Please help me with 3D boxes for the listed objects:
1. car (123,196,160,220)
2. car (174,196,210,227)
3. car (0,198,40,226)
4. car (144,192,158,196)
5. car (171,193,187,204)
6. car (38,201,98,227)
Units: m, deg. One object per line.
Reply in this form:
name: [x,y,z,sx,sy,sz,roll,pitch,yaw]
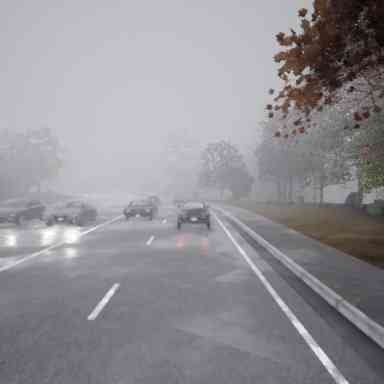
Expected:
car: [-3.502,1.194,23.637,1.895,1.301,4.718,0,1,0]
car: [0.090,1.201,19.625,1.812,1.442,4.674,0,1,0]
car: [-10.575,1.164,20.396,1.837,1.490,4.892,0,1,0]
car: [-5.260,0.727,43.126,1.812,1.442,4.674,0,1,-11]
car: [-1.581,0.810,42.397,1.994,1.385,4.181,0,1,-10]
car: [-7.080,1.234,19.873,1.994,1.385,4.181,0,1,0]
